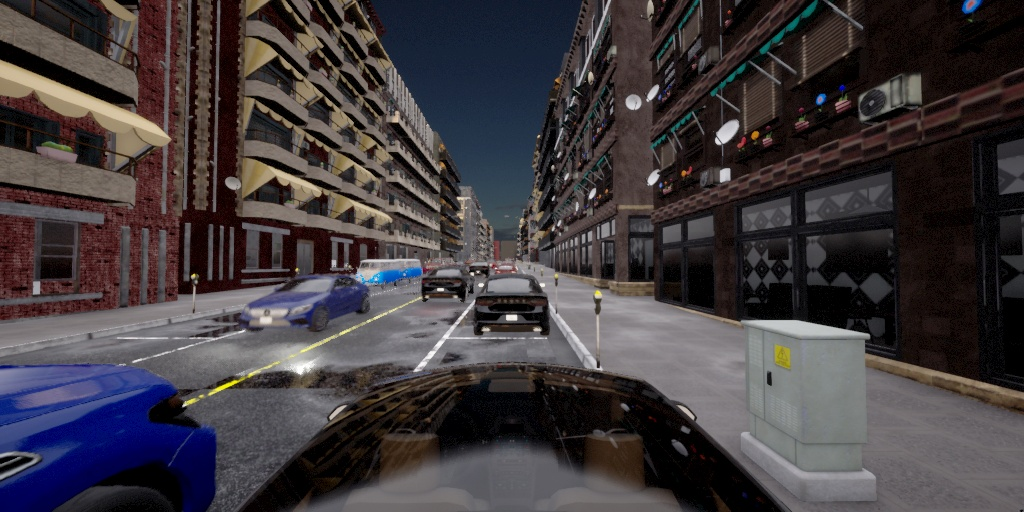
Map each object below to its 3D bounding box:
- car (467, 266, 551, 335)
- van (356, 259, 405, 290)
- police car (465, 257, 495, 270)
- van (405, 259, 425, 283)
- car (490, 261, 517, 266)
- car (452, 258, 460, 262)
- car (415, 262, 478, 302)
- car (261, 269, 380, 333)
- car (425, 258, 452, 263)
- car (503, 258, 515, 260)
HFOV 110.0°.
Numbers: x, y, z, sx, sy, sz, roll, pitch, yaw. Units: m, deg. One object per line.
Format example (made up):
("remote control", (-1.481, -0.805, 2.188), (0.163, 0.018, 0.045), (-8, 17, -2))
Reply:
("car", (-0.006, 1.232, 10.503), (1.882, 1.535, 5.008), (0, 0, 0))
("van", (-8.336, 1.108, 22.602), (1.690, 1.789, 3.998), (0, 0, 0))
("police car", (-3.023, 1.214, 34.474), (1.930, 1.638, 5.238), (0, 0, 0))
("van", (-8.337, 1.118, 28.134), (1.690, 1.789, 3.998), (0, 0, 0))
("car", (-0.454, 1.322, 28.072), (1.888, 1.381, 4.507), (0, 0, 0))
("car", (-8.338, 1.128, 44.724), (2.192, 1.841, 5.009), (0, 0, 0))
("car", (-2.922, 1.238, 17.157), (1.882, 1.535, 5.008), (0, 0, 0))
("car", (-5.871, 1.281, 10.889), (1.812, 1.442, 4.674), (0, 0, 0))
("car", (-8.337, 1.115, 39.194), (2.192, 1.841, 5.009), (0, 0, 0))
("car", (-0.447, 1.240, 39.134), (1.967, 1.591, 4.097), (0, 0, 0))
